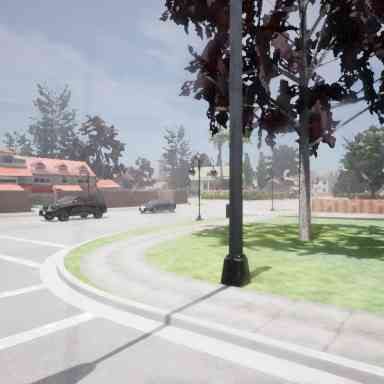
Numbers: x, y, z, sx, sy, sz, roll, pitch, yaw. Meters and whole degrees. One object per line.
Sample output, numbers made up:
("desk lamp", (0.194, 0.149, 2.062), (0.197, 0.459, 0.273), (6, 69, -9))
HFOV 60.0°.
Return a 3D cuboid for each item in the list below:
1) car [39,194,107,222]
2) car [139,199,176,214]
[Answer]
("car", (-9.536, 1.222, 27.239), (2.150, 2.045, 5.566), (0, 0, 35))
("car", (-3.661, 1.492, 35.905), (2.128, 1.511, 4.902), (0, 0, 34))
